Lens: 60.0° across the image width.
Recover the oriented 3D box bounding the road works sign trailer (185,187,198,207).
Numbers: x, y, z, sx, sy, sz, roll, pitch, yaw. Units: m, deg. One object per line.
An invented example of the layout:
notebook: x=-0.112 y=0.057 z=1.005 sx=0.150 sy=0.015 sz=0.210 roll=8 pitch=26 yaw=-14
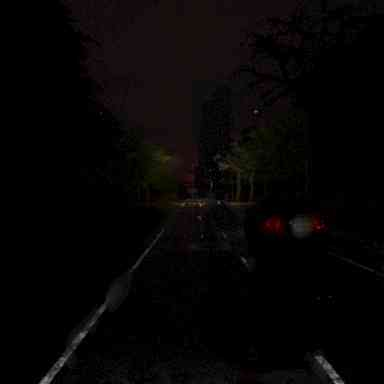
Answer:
road works sign trailer: x=-0.011 y=0.812 z=60.612 sx=2.380 sy=3.560 sz=2.880 roll=0 pitch=0 yaw=0

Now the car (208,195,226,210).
car: x=3.591 y=1.479 z=47.397 sx=2.150 sy=2.045 sz=5.566 roll=0 pitch=-1 yaw=0

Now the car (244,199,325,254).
car: x=3.597 y=1.289 z=13.880 sx=2.150 sy=2.045 sz=5.566 roll=0 pitch=0 yaw=0
